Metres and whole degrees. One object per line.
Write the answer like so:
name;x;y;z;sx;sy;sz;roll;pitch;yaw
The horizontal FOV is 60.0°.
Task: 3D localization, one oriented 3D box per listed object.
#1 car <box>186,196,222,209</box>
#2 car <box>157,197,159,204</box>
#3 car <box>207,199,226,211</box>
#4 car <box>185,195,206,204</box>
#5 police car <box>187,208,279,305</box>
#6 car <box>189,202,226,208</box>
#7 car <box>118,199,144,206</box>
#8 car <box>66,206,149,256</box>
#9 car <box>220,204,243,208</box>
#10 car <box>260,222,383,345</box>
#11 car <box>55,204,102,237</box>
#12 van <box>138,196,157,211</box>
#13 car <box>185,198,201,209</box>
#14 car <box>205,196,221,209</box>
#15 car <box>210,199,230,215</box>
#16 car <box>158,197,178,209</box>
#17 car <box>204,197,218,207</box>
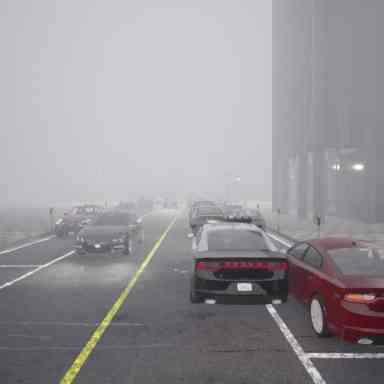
car;0.821;1.344;24.161;2.097;1.767;4.553;0;0;0
car;-5.590;1.512;57.241;2.008;1.369;4.403;0;0;0
car;2.883;1.530;40.293;2.008;1.369;4.403;0;0;0
car;0.762;1.442;64.739;1.882;1.535;5.008;0;0;32
police car;0.911;1.426;8.300;1.930;1.638;5.238;0;0;0
car;0.891;1.501;18.190;1.837;1.490;4.892;0;0;0
car;-5.677;1.555;29.037;1.947;1.339;4.313;0;0;0
car;-3.061;1.502;13.221;1.837;1.490;4.892;0;0;0
car;2.813;1.546;17.730;2.008;1.369;4.403;0;0;0
car;2.778;1.544;6.449;1.887;1.381;4.507;0;0;0
car;-5.713;1.435;17.754;1.967;1.590;4.097;0;0;0
van;-5.643;1.321;40.318;1.690;1.788;3.998;0;0;0
car;0.169;1.521;45.849;2.033;1.411;5.357;0;0;1
car;2.900;1.414;45.934;1.967;1.590;4.097;0;0;0
car;2.866;1.510;34.822;1.752;1.417;4.829;0;0;0
car;-2.865;1.467;44.532;2.128;1.511;4.902;0;0;0
car;2.918;1.519;51.575;2.008;1.369;4.403;0;0;0
